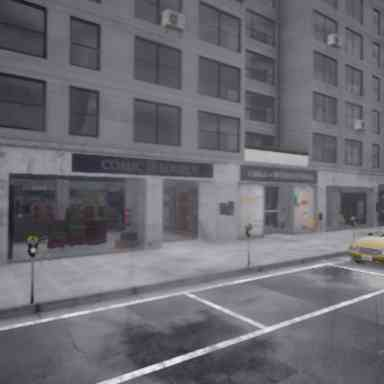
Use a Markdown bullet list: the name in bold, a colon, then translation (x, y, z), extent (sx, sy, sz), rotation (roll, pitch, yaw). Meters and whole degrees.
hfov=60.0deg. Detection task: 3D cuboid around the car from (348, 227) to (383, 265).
- **car**: translation (7.162, 1.661, 11.294), extent (4.829, 1.417, 1.752), rotation (1, 0, -35)
